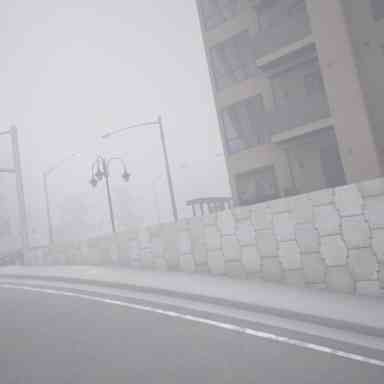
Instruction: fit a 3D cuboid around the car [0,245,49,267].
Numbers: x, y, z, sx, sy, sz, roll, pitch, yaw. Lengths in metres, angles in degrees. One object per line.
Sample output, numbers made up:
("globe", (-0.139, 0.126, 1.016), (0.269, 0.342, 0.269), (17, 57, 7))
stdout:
("car", (-14.638, 5.692, 29.942), (1.837, 1.490, 4.892), (-15, -8, 35))
